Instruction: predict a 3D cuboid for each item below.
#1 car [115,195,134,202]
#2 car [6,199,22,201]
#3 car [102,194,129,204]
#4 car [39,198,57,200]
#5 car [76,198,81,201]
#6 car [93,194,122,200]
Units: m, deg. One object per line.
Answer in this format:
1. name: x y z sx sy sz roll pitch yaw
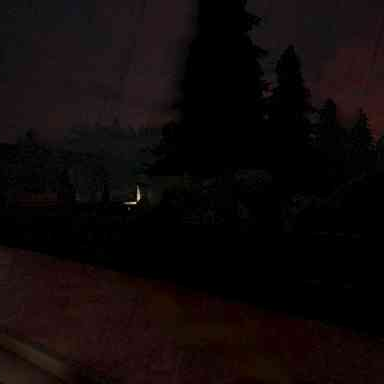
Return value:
1. car: -6.664 1.503 41.152 1.837 1.490 4.892 0 0 36
2. car: -25.015 1.601 45.941 1.895 1.301 4.718 0 0 36
3. car: -14.056 1.186 61.207 1.837 1.490 4.892 0 3 36
4. car: -20.441 1.526 46.306 1.812 1.442 4.674 0 0 36
5. car: -19.879 1.506 53.088 1.812 1.442 4.674 0 1 35
6. car: -14.544 1.391 54.532 2.128 1.511 4.902 0 2 36
